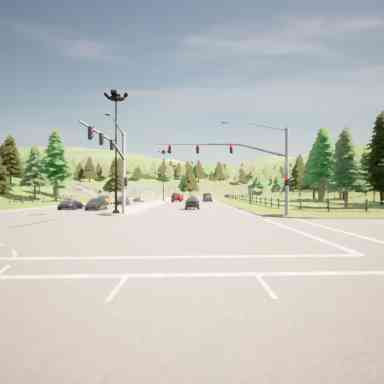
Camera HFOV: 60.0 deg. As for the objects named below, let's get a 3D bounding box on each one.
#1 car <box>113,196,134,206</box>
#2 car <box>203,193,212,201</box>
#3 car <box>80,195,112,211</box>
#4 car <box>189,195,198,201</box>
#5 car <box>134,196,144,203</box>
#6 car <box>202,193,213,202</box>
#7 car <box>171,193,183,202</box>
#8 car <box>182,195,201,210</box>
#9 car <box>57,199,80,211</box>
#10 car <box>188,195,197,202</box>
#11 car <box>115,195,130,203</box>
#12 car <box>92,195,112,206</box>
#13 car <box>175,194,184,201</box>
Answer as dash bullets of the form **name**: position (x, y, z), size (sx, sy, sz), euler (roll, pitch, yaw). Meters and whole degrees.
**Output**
- **car**: position (-11.550, 1.547, 55.039), size (2.033, 1.411, 5.357), euler (0, 0, 0)
- **car**: position (3.820, 1.166, 84.439), size (2.150, 2.045, 5.566), euler (0, 0, 2)
- **car**: position (-11.569, 1.502, 40.410), size (1.837, 1.490, 4.892), euler (0, 1, 0)
- **car**: position (0.321, 1.466, 84.503), size (2.128, 1.511, 4.902), euler (0, 0, 2)
- **car**: position (-11.439, 1.594, 70.810), size (1.895, 1.301, 4.718), euler (0, 0, 0)
- **car**: position (3.591, 1.536, 73.814), size (2.033, 1.411, 5.357), euler (0, 0, 1)
- **car**: position (-3.409, 1.220, 73.853), size (2.150, 2.045, 5.566), euler (0, 0, 1)
- **car**: position (0.032, 1.504, 43.214), size (1.837, 1.490, 4.892), euler (0, 0, 0)
- **car**: position (-15.058, 1.562, 41.248), size (1.994, 1.385, 4.181), euler (0, 0, 1)
- **car**: position (0.095, 1.474, 74.233), size (1.882, 1.535, 5.008), euler (0, 0, 1)
- **car**: position (-14.933, 1.524, 71.466), size (2.128, 1.511, 4.902), euler (0, 0, 0)
- **car**: position (-15.039, 1.352, 55.973), size (2.097, 1.767, 4.553), euler (0, 0, 0)
- **car**: position (-3.178, 1.419, 84.598), size (1.882, 1.535, 5.008), euler (0, 0, 2)
